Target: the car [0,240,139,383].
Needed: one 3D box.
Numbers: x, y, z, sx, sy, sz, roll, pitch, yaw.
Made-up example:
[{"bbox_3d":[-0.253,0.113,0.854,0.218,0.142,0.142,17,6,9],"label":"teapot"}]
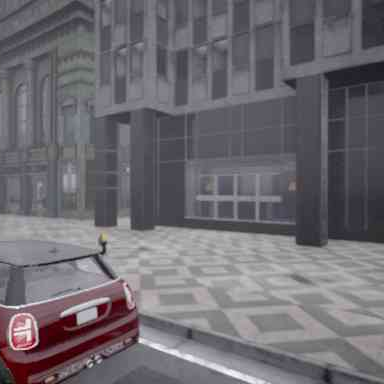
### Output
[{"bbox_3d":[-2.780,1.442,4.944,4.097,1.590,1.967,0,0,36],"label":"car"}]
